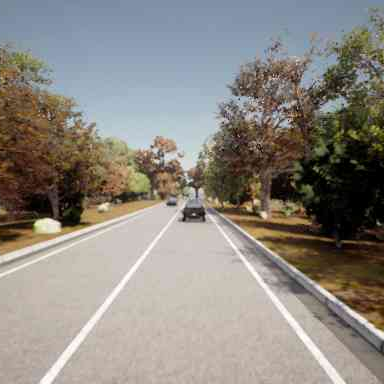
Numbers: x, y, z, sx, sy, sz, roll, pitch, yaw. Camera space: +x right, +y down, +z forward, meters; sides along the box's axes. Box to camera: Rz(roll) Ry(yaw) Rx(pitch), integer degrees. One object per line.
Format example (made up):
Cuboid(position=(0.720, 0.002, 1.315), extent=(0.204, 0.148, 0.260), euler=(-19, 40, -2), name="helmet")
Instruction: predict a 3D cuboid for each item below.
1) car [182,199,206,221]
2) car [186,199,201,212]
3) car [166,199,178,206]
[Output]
Cuboid(position=(0.151, 1.613, 28.572), extent=(1.882, 1.535, 5.008), euler=(0, 0, 0), name="car")
Cuboid(position=(0.181, 1.706, 44.423), extent=(1.837, 1.490, 4.892), euler=(0, 0, 0), name="car")
Cuboid(position=(-3.432, 1.815, 57.779), extent=(1.895, 1.301, 4.718), euler=(0, 0, 1), name="car")
